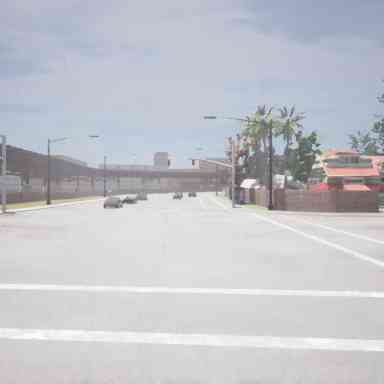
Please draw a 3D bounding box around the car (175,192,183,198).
[{"bbox_3d":[-3.421,0.709,87.159,1.994,1.385,4.181,0,1,0],"label":"car"}]

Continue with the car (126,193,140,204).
[{"bbox_3d":[-10.537,1.342,56.290,1.895,1.301,4.718,0,1,0],"label":"car"}]

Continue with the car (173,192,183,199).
[{"bbox_3d":[-3.430,0.963,76.841,1.895,1.301,4.718,0,1,0],"label":"car"}]

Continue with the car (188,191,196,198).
[{"bbox_3d":[0.079,0.519,86.797,2.097,1.767,4.553,0,1,0],"label":"car"}]

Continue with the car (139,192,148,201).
[{"bbox_3d":[-10.437,0.881,68.821,2.097,1.767,4.553,0,1,0],"label":"car"}]

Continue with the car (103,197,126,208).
[{"bbox_3d":[-10.558,1.403,44.799,1.812,1.442,4.674,0,1,-1],"label":"car"}]
